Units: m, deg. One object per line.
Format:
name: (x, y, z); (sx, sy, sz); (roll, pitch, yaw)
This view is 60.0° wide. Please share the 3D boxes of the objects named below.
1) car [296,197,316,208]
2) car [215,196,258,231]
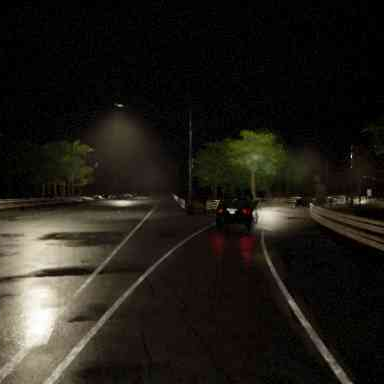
car: (17.316, 1.581, 50.603); (1.837, 1.490, 4.892); (0, 0, 37)
car: (2.940, 1.240, 21.309); (2.150, 2.045, 5.566); (0, 0, 15)
